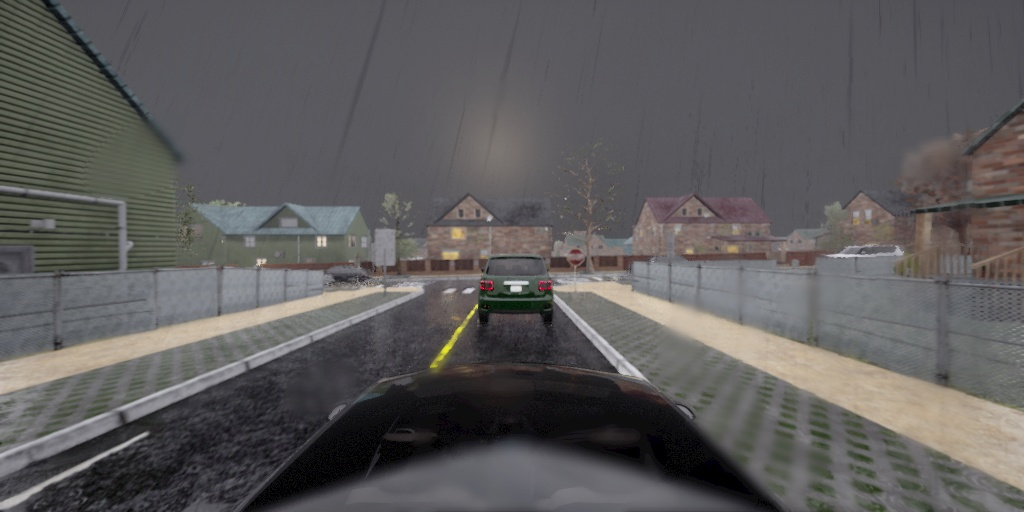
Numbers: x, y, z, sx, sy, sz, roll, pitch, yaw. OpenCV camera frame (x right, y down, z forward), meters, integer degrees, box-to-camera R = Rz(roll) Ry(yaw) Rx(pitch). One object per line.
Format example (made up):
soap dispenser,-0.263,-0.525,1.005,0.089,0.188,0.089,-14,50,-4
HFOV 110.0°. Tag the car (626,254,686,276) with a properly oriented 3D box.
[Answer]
car,11.174,0.695,27.479,4.553,1.767,2.097,-1,1,0

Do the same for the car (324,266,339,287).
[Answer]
car,-14.812,1.608,24.514,4.718,1.301,1.895,-1,1,0

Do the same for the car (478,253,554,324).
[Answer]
car,0.108,0.939,12.032,2.150,2.045,5.566,0,0,0

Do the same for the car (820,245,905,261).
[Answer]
car,26.697,0.199,27.489,5.566,2.045,2.150,-1,1,0

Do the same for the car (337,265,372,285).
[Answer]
car,-13.236,1.443,27.518,4.674,1.442,1.812,-1,1,0
